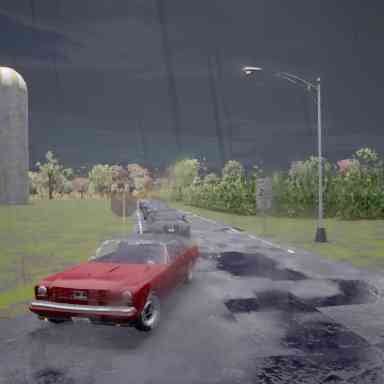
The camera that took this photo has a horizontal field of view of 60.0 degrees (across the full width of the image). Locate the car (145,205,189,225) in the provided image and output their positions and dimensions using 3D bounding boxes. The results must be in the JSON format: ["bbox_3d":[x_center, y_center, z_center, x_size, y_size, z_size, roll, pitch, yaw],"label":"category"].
[{"bbox_3d":[-1.315,1.648,17.793,1.994,1.385,4.181,-1,0,-10],"label":"car"}]

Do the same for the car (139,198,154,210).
[{"bbox_3d":[-6.650,1.694,48.172,1.882,1.535,5.008,-1,0,-10],"label":"car"}]

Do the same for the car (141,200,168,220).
[{"bbox_3d":[-2.259,1.600,23.440,2.128,1.511,4.902,-1,0,-10],"label":"car"}]

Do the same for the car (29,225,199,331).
[{"bbox_3d":[-1.205,1.653,7.197,1.895,1.301,4.718,0,0,13],"label":"car"}]

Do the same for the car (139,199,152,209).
[{"bbox_3d":[-4.390,1.709,35.731,2.033,1.411,5.357,-1,0,-10],"label":"car"}]

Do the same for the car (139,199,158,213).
[{"bbox_3d":[-5.534,1.681,42.085,2.128,1.511,4.902,-1,0,-10],"label":"car"}]

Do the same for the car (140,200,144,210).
[{"bbox_3d":[-3.361,1.700,29.864,1.994,1.385,4.181,-1,0,-10],"label":"car"}]
